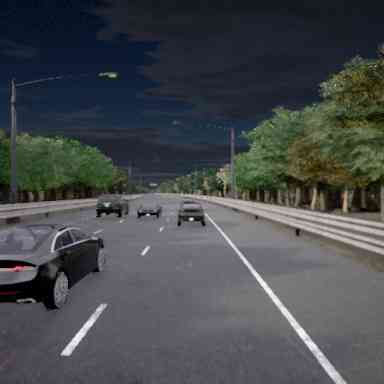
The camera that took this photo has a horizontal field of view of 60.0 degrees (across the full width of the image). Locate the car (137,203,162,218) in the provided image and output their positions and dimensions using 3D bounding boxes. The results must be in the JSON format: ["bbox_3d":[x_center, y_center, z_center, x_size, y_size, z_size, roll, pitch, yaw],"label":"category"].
[{"bbox_3d":[-3.700,1.610,29.760,1.895,1.301,4.718,0,0,-1],"label":"car"}]

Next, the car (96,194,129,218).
[{"bbox_3d":[-7.223,1.231,30.680,2.150,2.045,5.566,0,0,-1],"label":"car"}]

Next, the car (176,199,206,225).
[{"bbox_3d":[-0.081,1.511,23.920,1.837,1.490,4.892,0,0,-1],"label":"car"}]

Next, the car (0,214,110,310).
[{"bbox_3d":[-3.412,1.493,7.765,2.128,1.511,4.902,0,0,0],"label":"car"}]
